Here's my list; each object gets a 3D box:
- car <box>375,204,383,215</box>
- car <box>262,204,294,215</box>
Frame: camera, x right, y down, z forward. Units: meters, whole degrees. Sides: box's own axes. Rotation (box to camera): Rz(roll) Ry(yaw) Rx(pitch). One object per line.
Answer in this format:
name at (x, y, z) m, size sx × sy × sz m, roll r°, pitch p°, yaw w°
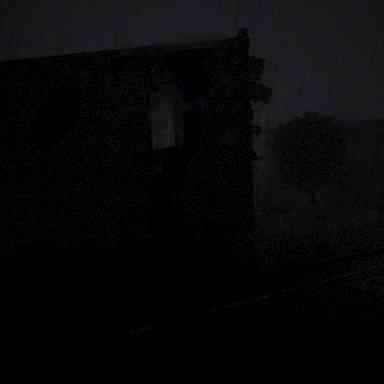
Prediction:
car at (20.771, 1.539, 33.609) m, size 1.882 × 1.535 × 5.008 m, roll -2°, pitch -1°, yaw -11°
car at (11.332, 2.281, 44.153) m, size 1.812 × 1.442 × 4.674 m, roll -4°, pitch 0°, yaw -34°
